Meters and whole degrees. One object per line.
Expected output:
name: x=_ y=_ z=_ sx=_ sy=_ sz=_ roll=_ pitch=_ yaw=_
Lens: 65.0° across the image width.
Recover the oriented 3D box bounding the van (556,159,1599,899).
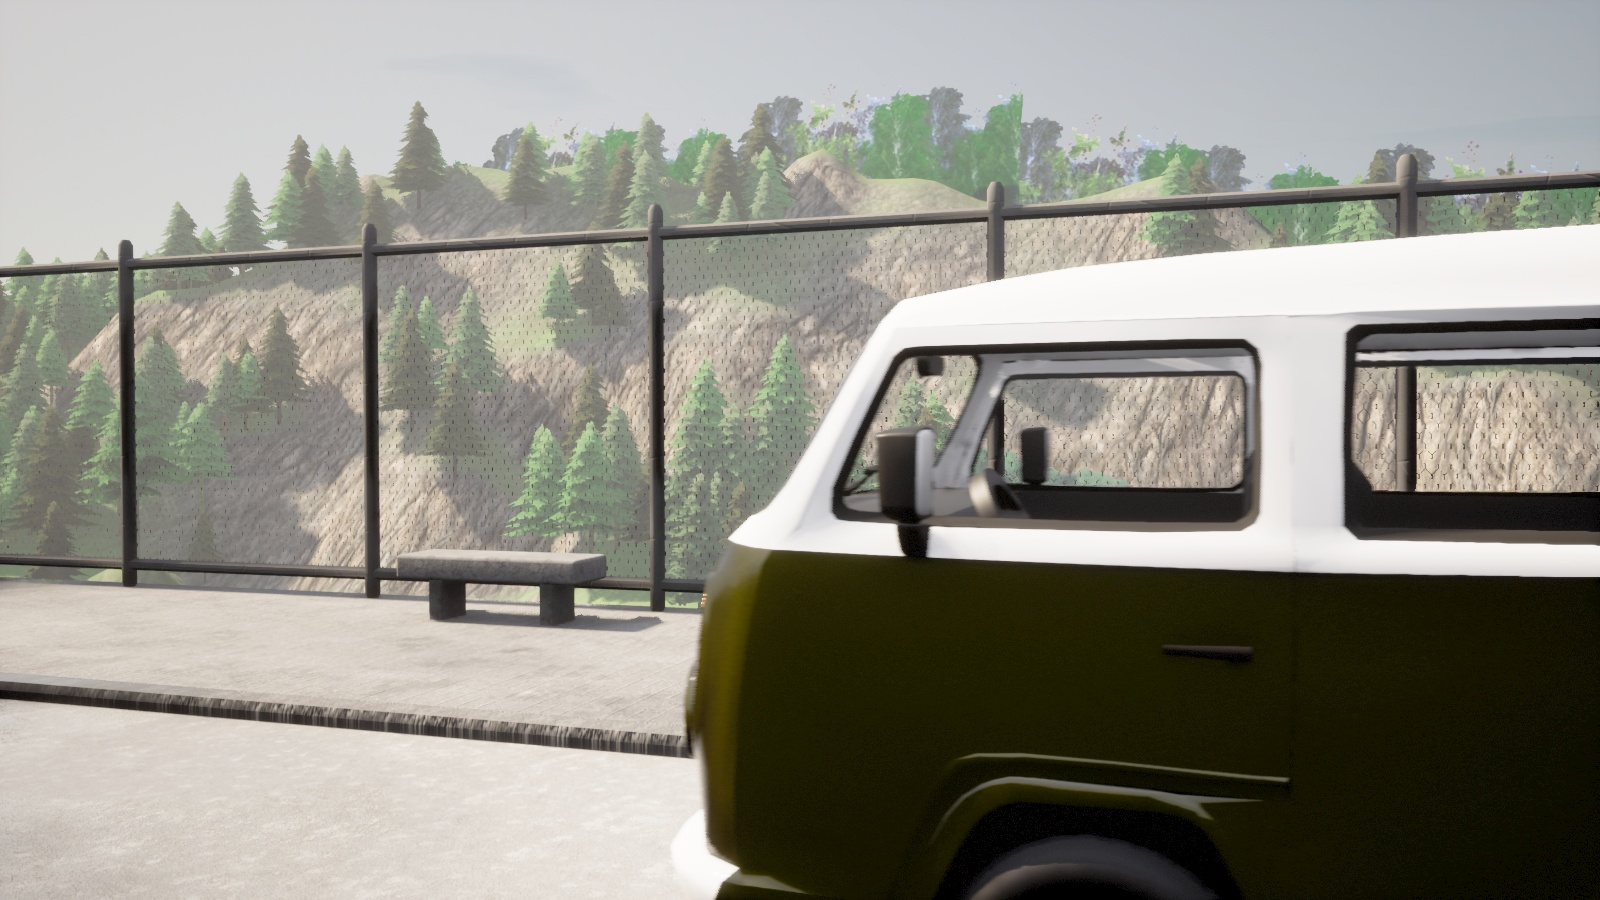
van: x=1.908 y=0.508 z=3.075 sx=4.480 sy=2.038 sz=2.069 roll=1 pitch=1 yaw=19
